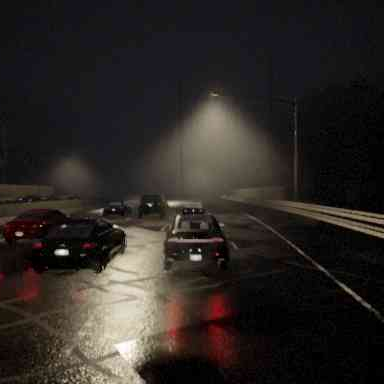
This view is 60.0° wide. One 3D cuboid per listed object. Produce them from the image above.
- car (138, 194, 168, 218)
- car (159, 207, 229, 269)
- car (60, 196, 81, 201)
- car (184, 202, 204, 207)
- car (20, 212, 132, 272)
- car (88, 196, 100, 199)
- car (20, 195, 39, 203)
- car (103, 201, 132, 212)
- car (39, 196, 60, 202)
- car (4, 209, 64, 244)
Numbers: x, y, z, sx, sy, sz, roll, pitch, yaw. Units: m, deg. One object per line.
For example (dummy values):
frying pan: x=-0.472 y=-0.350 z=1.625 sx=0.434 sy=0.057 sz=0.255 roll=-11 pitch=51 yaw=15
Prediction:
car: x=-3.394 y=1.177 z=29.720 sx=2.150 sy=2.045 sz=5.566 roll=0 pitch=0 yaw=0
car: x=0.102 y=1.472 z=11.018 sx=2.128 sy=1.511 sz=4.902 roll=0 pitch=0 yaw=0
car: x=-21.022 y=1.441 z=58.858 sx=1.837 sy=1.490 sz=4.892 roll=0 pitch=0 yaw=1
car: x=0.104 y=1.557 z=29.130 sx=1.895 sy=1.301 sz=4.718 roll=0 pitch=0 yaw=0
car: x=-3.400 y=1.544 z=10.701 sx=1.994 sy=1.385 sz=4.181 roll=0 pitch=0 yaw=0
car: x=-17.511 y=1.485 z=59.433 sx=2.033 sy=1.411 sz=5.357 roll=0 pitch=0 yaw=1
car: x=-28.016 y=1.291 z=57.953 sx=2.097 sy=1.767 sz=4.553 roll=0 pitch=0 yaw=1
car: x=-6.896 y=1.518 z=31.237 sx=1.994 sy=1.385 sz=4.181 roll=0 pitch=0 yaw=0
car: x=-24.514 y=1.464 z=58.714 sx=1.812 sy=1.442 sz=4.674 roll=0 pitch=0 yaw=1
car: x=-6.897 y=1.498 z=15.578 sx=1.812 sy=1.442 sz=4.674 roll=0 pitch=0 yaw=0
